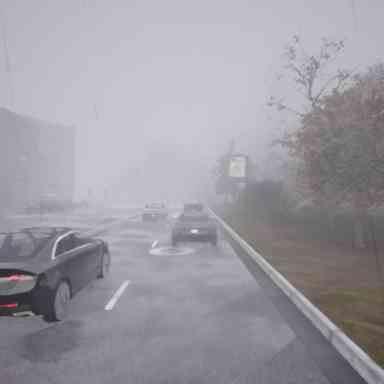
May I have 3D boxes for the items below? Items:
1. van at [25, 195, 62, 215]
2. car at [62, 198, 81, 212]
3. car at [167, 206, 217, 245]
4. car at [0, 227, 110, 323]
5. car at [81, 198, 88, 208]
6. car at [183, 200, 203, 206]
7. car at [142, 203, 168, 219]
[{"bbox_3d":[-15.555,1.271,34.459,1.878,1.987,4.442,0,0,0],"label":"van"},{"bbox_3d":[-15.571,1.533,40.071,2.163,1.488,4.792,0,0,0],"label":"car"},{"bbox_3d":[0.098,1.580,15.620,1.994,1.385,4.181,0,0,0],"label":"car"},{"bbox_3d":[-3.151,1.499,7.186,2.128,1.511,4.902,0,0,0],"label":"car"},{"bbox_3d":[-15.602,1.551,45.567,2.002,1.452,4.674,-2,0,0],"label":"car"},{"bbox_3d":[0.096,1.512,33.405,1.882,1.535,5.008,0,0,0],"label":"car"},{"bbox_3d":[-3.152,1.631,29.257,1.895,1.301,4.718,0,0,0],"label":"car"}]
